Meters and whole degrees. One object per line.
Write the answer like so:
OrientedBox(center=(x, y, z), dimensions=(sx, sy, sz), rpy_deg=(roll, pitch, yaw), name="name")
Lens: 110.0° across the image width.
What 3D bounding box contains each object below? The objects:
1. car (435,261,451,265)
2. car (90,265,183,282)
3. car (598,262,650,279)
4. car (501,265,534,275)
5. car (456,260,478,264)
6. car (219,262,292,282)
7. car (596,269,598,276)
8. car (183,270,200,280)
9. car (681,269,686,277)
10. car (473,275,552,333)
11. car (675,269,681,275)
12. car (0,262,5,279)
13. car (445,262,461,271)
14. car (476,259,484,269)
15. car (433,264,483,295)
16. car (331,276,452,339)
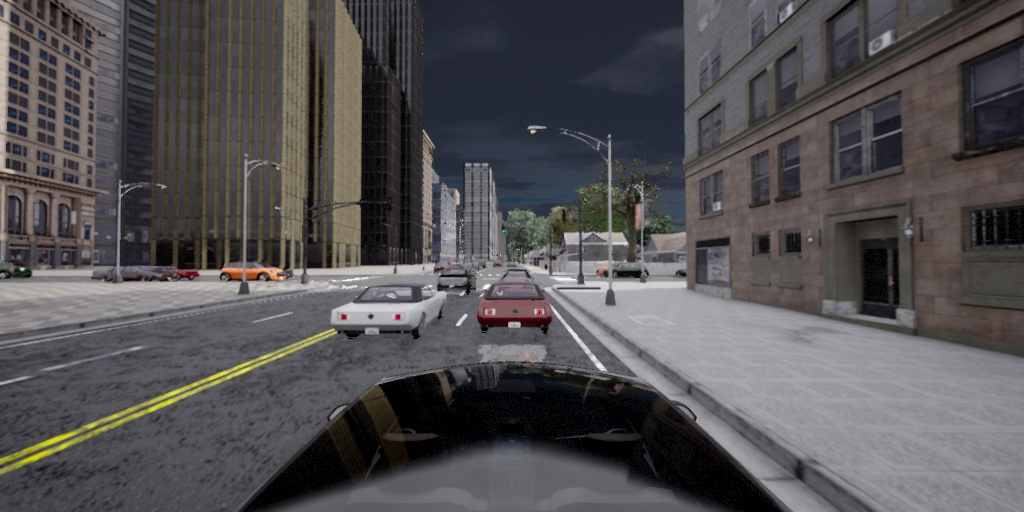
OrientedBox(center=(-9.862, 1.511, 51.510), dimensions=(2.097, 1.767, 4.553), rpy_deg=(0, -1, 0), name="car")
OrientedBox(center=(-30.957, 1.482, 29.427), dimensions=(5.357, 1.411, 2.033), rpy_deg=(0, -1, -4), name="car")
OrientedBox(center=(11.594, 1.409, 36.819), dimensions=(4.553, 1.767, 2.097), rpy_deg=(0, -1, 0), name="car")
OrientedBox(center=(0.368, 1.474, 21.423), dimensions=(1.994, 1.385, 4.181), rpy_deg=(0, 0, 5), name="car")
OrientedBox(center=(-6.608, 1.678, 53.326), dimensions=(1.837, 1.490, 4.892), rpy_deg=(0, 0, 0), name="car")
OrientedBox(center=(-21.505, 1.290, 29.928), dimensions=(4.553, 1.767, 2.097), rpy_deg=(0, -1, -2), name="car")
OrientedBox(center=(11.725, 1.468, 40.070), dimensions=(4.553, 1.767, 2.097), rpy_deg=(0, -1, 0), name="car")
OrientedBox(center=(-31.457, 1.594, 32.641), dimensions=(4.718, 1.301, 1.895), rpy_deg=(0, -1, -4), name="car")
OrientedBox(center=(20.551, 1.548, 36.763), dimensions=(4.902, 1.511, 2.128), rpy_deg=(0, -1, 0), name="car")
OrientedBox(center=(0.078, 1.428, 11.048), dimensions=(1.895, 1.301, 4.718), rpy_deg=(0, 0, 0), name="car")
OrientedBox(center=(21.196, 1.663, 40.009), dimensions=(5.357, 1.411, 2.033), rpy_deg=(0, -1, 0), name="car")
OrientedBox(center=(-44.152, 1.274, 28.230), dimensions=(4.553, 1.767, 2.097), rpy_deg=(0, -1, -7), name="car")
OrientedBox(center=(-9.857, 1.793, 60.142), dimensions=(1.994, 1.385, 4.181), rpy_deg=(0, 0, 0), name="car")
OrientedBox(center=(-6.585, 1.761, 63.465), dimensions=(1.837, 1.490, 4.892), rpy_deg=(0, 0, 0), name="car")
OrientedBox(center=(-3.157, 1.402, 21.222), dimensions=(2.128, 1.511, 4.902), rpy_deg=(0, 0, 0), name="car")
OrientedBox(center=(-3.158, 1.422, 10.323), dimensions=(1.895, 1.301, 4.718), rpy_deg=(0, 0, 0), name="car")
